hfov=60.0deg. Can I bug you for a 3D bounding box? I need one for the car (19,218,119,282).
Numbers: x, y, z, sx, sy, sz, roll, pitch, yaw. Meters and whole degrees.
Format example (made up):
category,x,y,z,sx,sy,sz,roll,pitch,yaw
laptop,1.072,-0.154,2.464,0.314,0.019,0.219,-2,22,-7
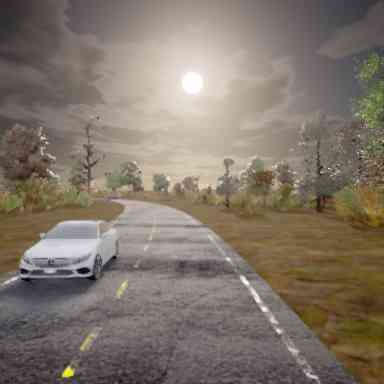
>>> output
category,x,y,z,sx,sy,sz,roll,pitch,yaw
car,-3.378,1.562,10.023,1.812,1.442,4.674,0,0,-3
